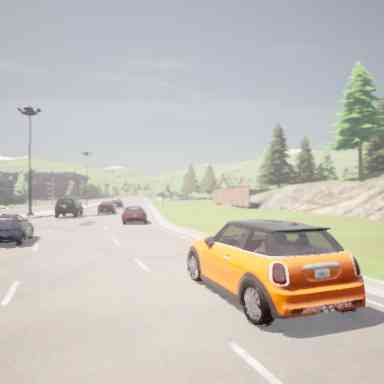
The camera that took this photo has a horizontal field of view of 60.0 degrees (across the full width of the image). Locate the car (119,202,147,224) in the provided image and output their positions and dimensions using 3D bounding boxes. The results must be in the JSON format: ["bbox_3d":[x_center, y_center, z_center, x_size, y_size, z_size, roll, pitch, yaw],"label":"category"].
[{"bbox_3d":[-4.822,1.828,27.811,1.994,1.385,4.181,-1,0,-11],"label":"car"}]

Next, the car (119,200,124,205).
[{"bbox_3d":[-13.105,2.072,58.600,1.882,1.535,5.008,-1,0,-8],"label":"car"}]

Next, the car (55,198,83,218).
[{"bbox_3d":[-13.345,1.660,36.306,2.150,2.045,5.566,-1,0,-9],"label":"car"}]

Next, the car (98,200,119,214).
[{"bbox_3d":[-10.561,1.916,41.516,1.882,1.535,5.008,-1,0,-8],"label":"car"}]

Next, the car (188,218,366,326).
[{"bbox_3d":[1.466,1.388,7.511,2.097,1.767,4.553,-1,0,-19],"label":"car"}]

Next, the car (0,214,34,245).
[{"bbox_3d":[-9.197,1.805,16.587,1.994,1.385,4.181,-1,0,-18],"label":"car"}]
